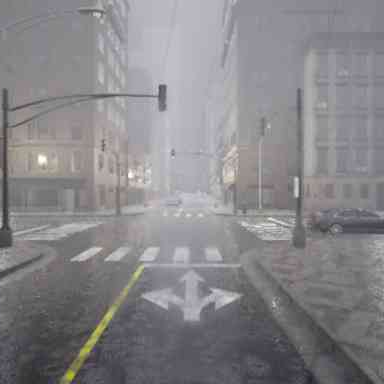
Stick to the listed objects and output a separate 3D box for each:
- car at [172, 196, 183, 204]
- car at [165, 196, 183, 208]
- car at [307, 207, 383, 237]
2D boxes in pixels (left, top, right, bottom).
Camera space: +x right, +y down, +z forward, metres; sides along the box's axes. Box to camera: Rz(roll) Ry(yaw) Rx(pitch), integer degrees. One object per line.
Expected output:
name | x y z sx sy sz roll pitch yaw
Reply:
car | -2.827 1.526 65.619 1.837 1.490 4.892 0 1 0
car | -2.933 1.563 49.959 2.033 1.411 5.357 0 0 1
car | 8.561 1.551 17.356 4.892 1.490 1.837 0 0 0
